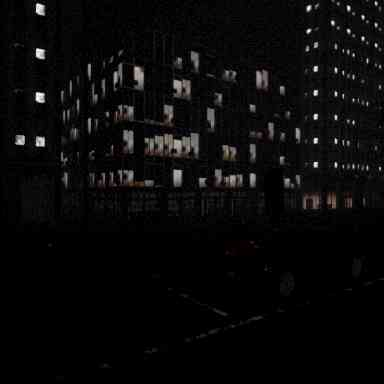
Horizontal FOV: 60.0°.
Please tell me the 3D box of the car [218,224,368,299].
[{"bbox_3d":[2.688,1.551,8.475,4.507,1.381,1.887,0,0,-35],"label":"car"}]
